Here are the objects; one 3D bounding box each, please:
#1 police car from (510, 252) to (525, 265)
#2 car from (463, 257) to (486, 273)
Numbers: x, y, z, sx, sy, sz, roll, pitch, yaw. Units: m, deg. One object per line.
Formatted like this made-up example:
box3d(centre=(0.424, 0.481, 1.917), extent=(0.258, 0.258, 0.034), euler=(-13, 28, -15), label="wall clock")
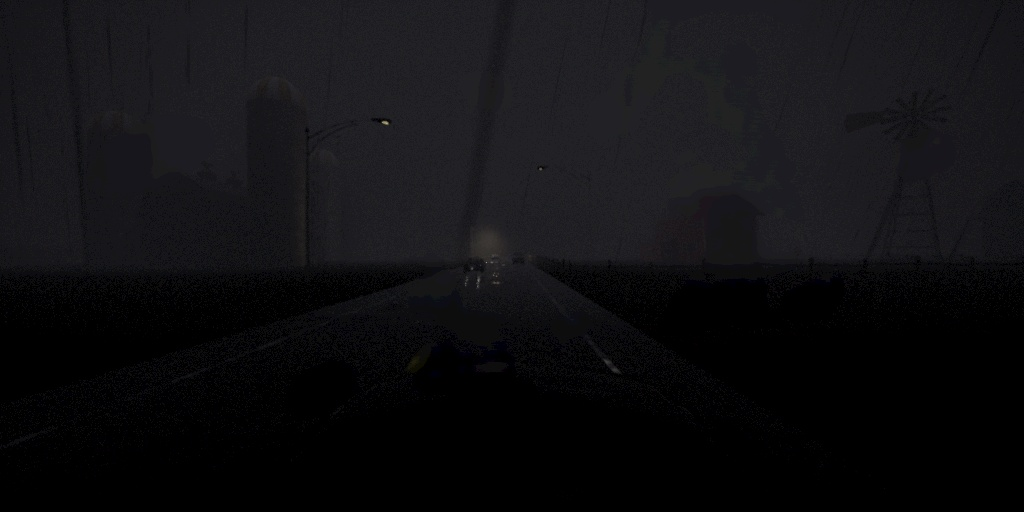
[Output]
box3d(centre=(1.063, 0.526, 57.561), extent=(1.930, 1.638, 5.238), euler=(0, 1, 0), label="police car")
box3d(centre=(-3.576, 0.842, 34.733), extent=(2.128, 1.511, 4.902), euler=(0, 1, 0), label="car")
